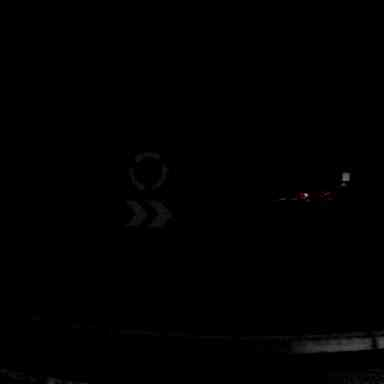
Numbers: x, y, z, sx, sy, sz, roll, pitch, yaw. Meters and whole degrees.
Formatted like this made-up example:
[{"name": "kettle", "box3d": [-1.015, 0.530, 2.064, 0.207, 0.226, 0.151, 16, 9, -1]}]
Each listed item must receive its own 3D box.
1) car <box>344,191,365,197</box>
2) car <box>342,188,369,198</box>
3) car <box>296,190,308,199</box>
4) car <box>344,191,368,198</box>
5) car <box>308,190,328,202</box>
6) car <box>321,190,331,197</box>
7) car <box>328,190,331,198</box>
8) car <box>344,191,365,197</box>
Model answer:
[{"name": "car", "box3d": [40.576, 0.532, 83.079, 4.674, 1.452, 2.002, 1, 1, 24]}, {"name": "car", "box3d": [35.964, 0.348, 72.757, 5.566, 2.045, 2.435, 1, 1, 24]}, {"name": "car", "box3d": [21.049, 0.464, 63.202, 2.097, 1.767, 4.553, 1, 1, 25]}, {"name": "car", "box3d": [38.278, 0.548, 77.917, 5.008, 1.535, 2.097, 1, 1, 24]}, {"name": "car", "box3d": [20.496, 0.737, 54.039, 1.882, 1.535, 5.008, 1, 1, 25]}, {"name": "car", "box3d": [31.738, 0.314, 78.682, 1.882, 1.535, 5.008, 1, 1, 24]}, {"name": "car", "box3d": [26.993, 0.650, 68.332, 2.128, 1.511, 4.902, 1, 1, 25]}, {"name": "car", "box3d": [41.729, 0.502, 85.659, 4.674, 1.452, 2.002, 1, 1, 24]}]
